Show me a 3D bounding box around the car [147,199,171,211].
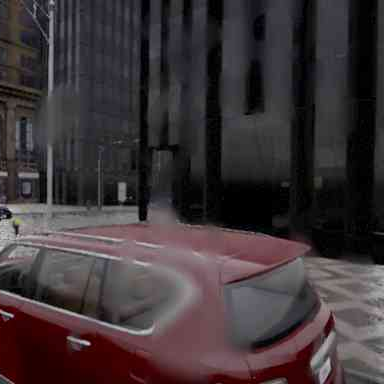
[{"bbox_3d":[-4.227,1.648,43.036,1.812,1.442,4.674,1,0,36],"label":"car"}]

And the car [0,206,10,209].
[{"bbox_3d":[-14.782,1.195,22.743,2.097,1.767,4.553,1,0,32],"label":"car"}]

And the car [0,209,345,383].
[{"bbox_3d":[-1.027,1.275,3.690,5.009,1.841,2.192,1,1,35],"label":"car"}]
